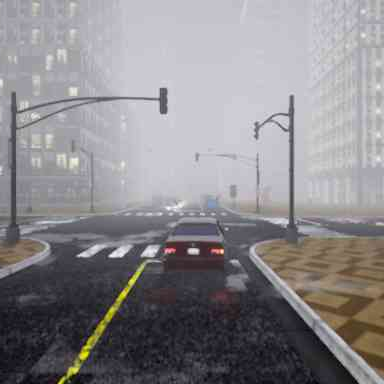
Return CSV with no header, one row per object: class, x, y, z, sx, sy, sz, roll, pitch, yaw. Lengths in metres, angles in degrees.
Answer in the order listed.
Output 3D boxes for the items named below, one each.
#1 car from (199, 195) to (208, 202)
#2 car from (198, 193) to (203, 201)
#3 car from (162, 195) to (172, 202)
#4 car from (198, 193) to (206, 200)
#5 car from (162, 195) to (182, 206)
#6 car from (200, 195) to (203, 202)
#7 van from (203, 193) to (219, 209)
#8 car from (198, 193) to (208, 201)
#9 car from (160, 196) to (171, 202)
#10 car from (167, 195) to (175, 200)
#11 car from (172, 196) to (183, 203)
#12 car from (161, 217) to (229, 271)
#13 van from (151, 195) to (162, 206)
car,2.697,1.489,77.331,1.887,1.381,4.507,0,0,0
car,2.677,1.263,71.792,2.192,1.841,5.009,0,0,0
car,-5.684,1.495,77.362,2.008,1.369,4.403,0,0,0
car,2.761,1.244,93.950,2.192,1.841,5.009,0,0,0
car,-3.155,1.455,54.231,2.128,1.511,4.902,0,0,1
car,2.615,1.510,49.638,1.887,1.381,4.507,0,0,0
van,2.686,1.310,44.100,1.690,1.788,3.998,0,0,0
car,2.718,1.254,82.871,2.192,1.841,5.009,0,0,0
car,-5.705,1.514,71.824,1.947,1.339,4.313,0,0,0
car,-5.642,1.516,88.442,1.802,1.307,4.206,0,0,0
car,-3.025,1.489,69.849,2.033,1.411,5.357,0,0,0
car,0.218,1.541,10.910,2.033,1.411,5.357,0,0,4
van,-5.767,1.302,55.206,1.690,1.788,3.998,0,0,0
